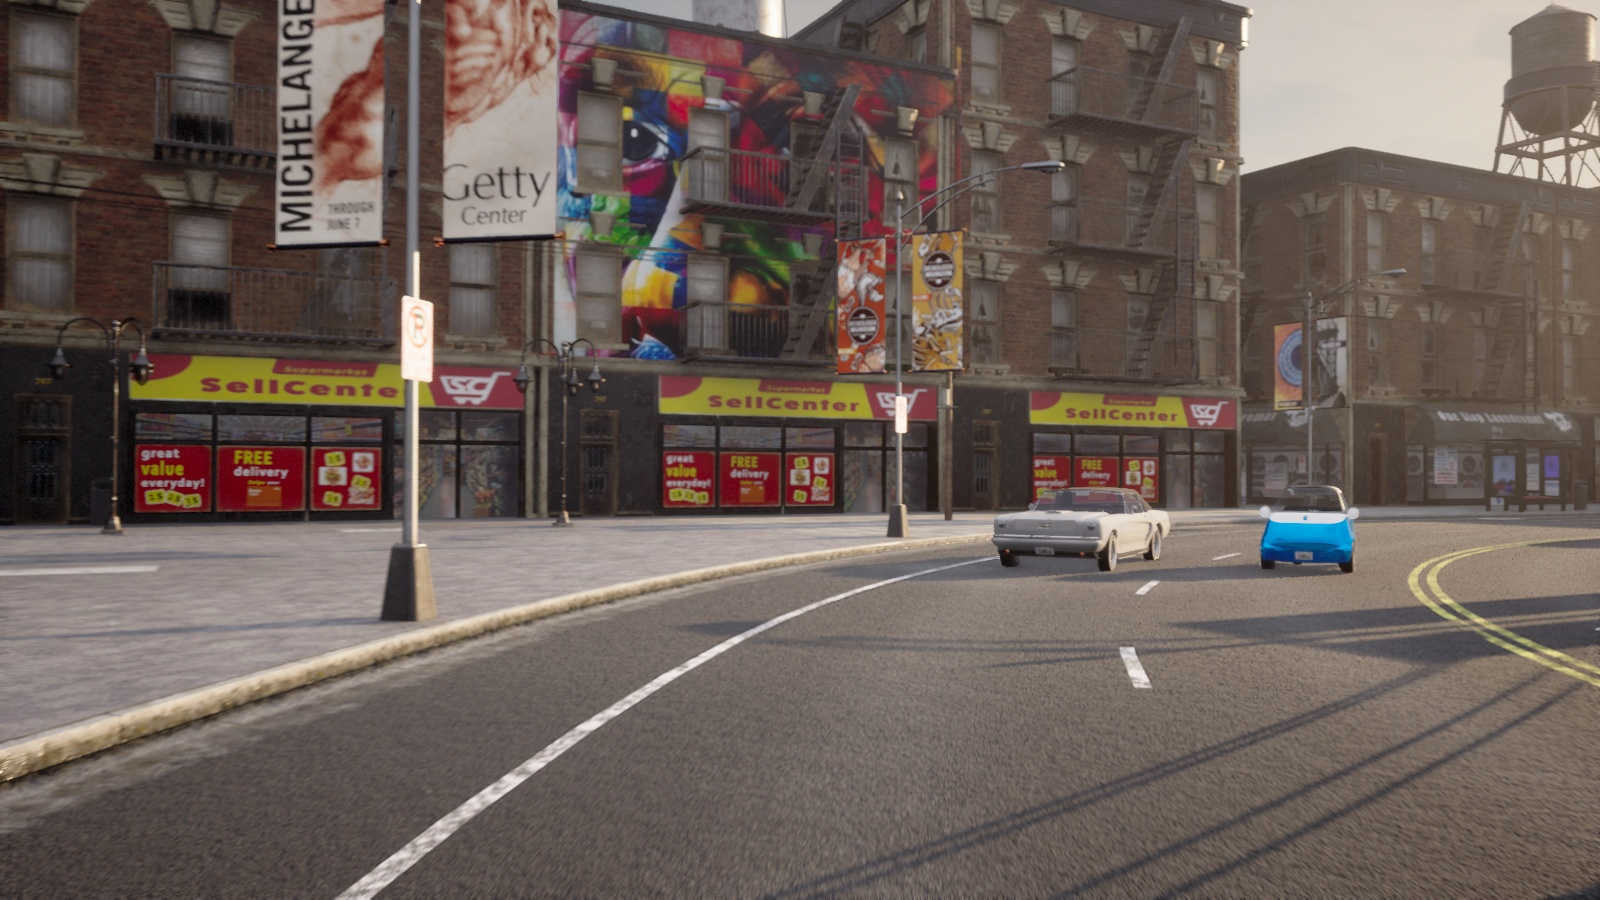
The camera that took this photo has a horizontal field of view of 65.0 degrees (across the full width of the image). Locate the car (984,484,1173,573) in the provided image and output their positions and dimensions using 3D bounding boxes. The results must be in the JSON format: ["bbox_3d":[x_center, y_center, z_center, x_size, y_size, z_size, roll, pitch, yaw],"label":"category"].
[{"bbox_3d":[4.905,1.261,21.578,1.895,1.301,4.718,-1,-1,29],"label":"car"}]

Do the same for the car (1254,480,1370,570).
[{"bbox_3d":[8.433,1.188,20.621,1.481,1.376,2.207,-1,-2,30],"label":"car"}]
